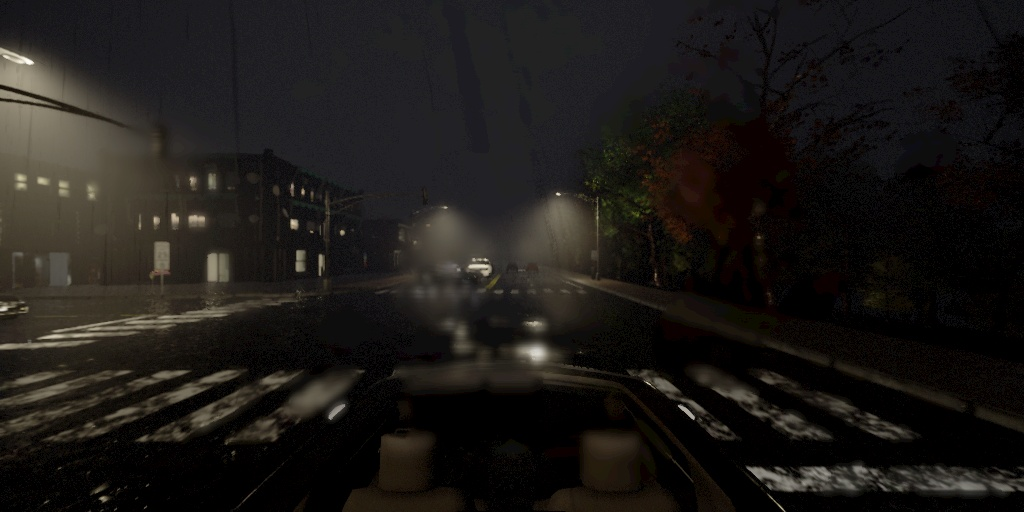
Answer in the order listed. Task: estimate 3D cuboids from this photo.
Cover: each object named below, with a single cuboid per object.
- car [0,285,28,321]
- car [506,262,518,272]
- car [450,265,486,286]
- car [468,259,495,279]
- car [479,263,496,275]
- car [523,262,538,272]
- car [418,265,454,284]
[{"bbox_3d":[-19.593,1.584,12.101,4.892,1.490,1.837,-1,0,0],"label":"car"},{"bbox_3d":[0.079,1.830,60.633,1.882,1.535,5.008,0,-1,0],"label":"car"},{"bbox_3d":[-3.360,1.627,28.514,1.895,1.301,4.718,0,-1,0],"label":"car"},{"bbox_3d":[-3.361,1.347,38.279,2.150,2.045,5.566,0,-1,0],"label":"car"},{"bbox_3d":[-3.355,1.739,50.307,2.128,1.511,4.902,0,-1,0],"label":"car"},{"bbox_3d":[3.330,1.824,60.046,1.882,1.535,5.008,0,-1,0],"label":"car"},{"bbox_3d":[-6.611,1.537,30.440,2.128,1.511,4.902,0,-1,0],"label":"car"}]
